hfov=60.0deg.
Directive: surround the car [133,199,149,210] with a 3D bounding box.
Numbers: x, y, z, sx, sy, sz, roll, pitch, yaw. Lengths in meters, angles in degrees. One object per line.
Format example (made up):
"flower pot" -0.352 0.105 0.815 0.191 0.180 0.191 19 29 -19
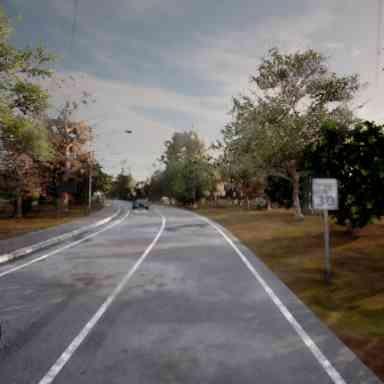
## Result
"car" -6.678 1.648 43.366 1.994 1.385 4.181 1 0 -12
